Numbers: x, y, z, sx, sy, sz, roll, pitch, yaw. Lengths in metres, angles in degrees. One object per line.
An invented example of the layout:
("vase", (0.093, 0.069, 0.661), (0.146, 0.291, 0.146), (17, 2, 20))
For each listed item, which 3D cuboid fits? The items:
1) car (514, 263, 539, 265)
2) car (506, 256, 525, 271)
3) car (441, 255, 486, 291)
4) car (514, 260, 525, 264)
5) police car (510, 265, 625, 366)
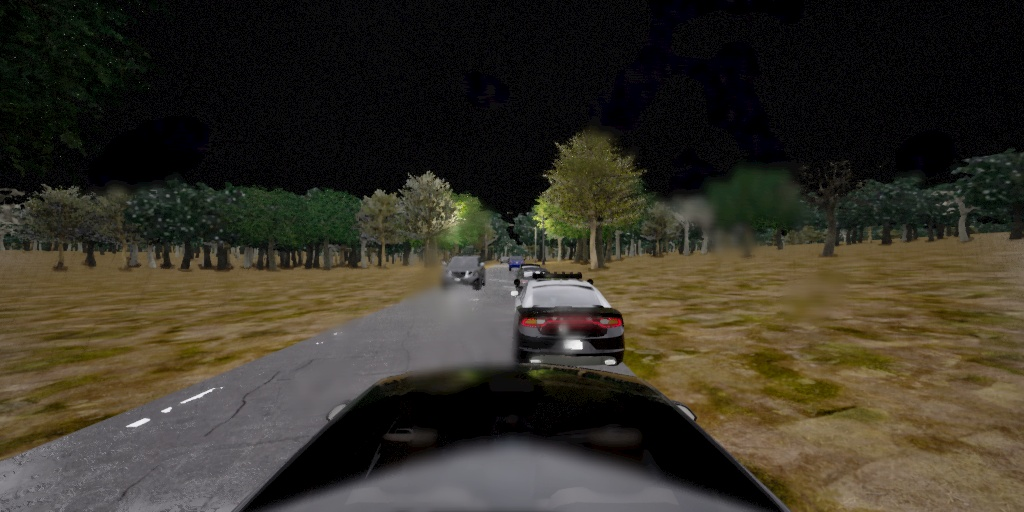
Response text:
("car", (1.119, 1.276, 18.003), (1.812, 1.442, 4.674), (0, 0, 1))
("car", (0.675, 0.999, 50.099), (2.150, 2.045, 5.566), (0, 0, 1))
("car", (-2.832, 0.973, 22.095), (2.150, 2.045, 5.566), (0, 0, 1))
("car", (1.193, 1.259, 24.002), (1.837, 1.490, 4.892), (0, 0, 1))
("police car", (0.996, 1.174, 8.112), (1.930, 1.638, 5.238), (0, 0, 1))
